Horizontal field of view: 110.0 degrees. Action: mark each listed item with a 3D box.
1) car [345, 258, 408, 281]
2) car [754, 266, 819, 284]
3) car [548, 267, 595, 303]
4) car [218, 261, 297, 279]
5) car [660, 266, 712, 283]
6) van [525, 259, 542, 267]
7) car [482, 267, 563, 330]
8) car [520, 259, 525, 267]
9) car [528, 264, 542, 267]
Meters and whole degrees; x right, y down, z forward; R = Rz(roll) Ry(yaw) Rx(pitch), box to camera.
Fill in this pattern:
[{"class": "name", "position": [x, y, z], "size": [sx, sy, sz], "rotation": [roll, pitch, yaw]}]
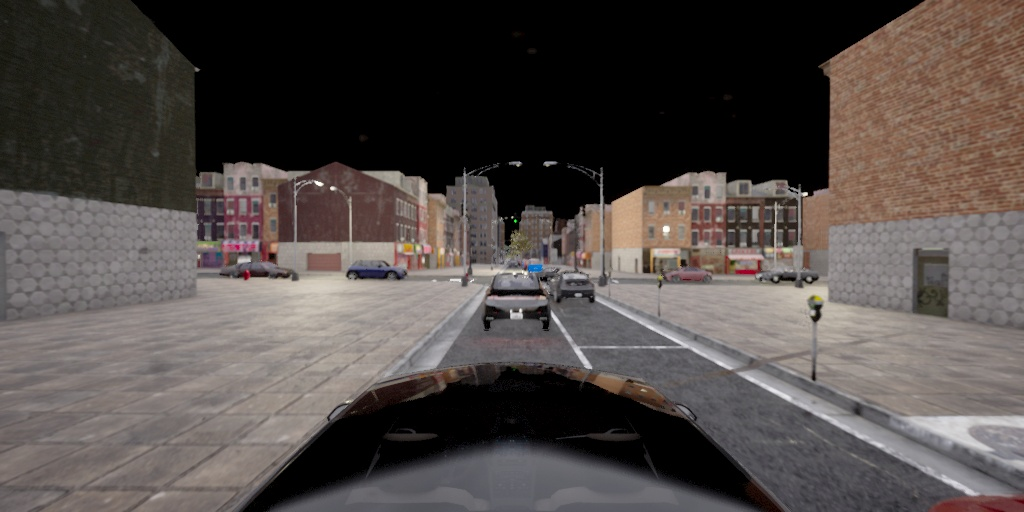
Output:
[{"class": "car", "position": [-10.689, 1.077, 28.652], "size": [4.553, 1.767, 2.097], "rotation": [1, 1, 0]}, {"class": "car", "position": [24.037, 1.639, 31.447], "size": [4.902, 1.511, 2.128], "rotation": [1, 1, 0]}, {"class": "car", "position": [2.674, 1.337, 16.565], "size": [2.007, 1.370, 4.403], "rotation": [0, 0, 0]}, {"class": "car", "position": [-20.241, 1.145, 28.685], "size": [5.357, 1.411, 2.033], "rotation": [1, 1, 0]}, {"class": "car", "position": [15.200, 1.595, 31.491], "size": [4.181, 1.385, 1.994], "rotation": [1, 1, 0]}, {"class": "van", "position": [2.746, 1.269, 43.519], "size": [1.690, 1.789, 3.998], "rotation": [0, 0, 0]}, {"class": "car", "position": [0.123, 1.262, 11.244], "size": [2.128, 1.511, 4.902], "rotation": [0, 0, 0]}, {"class": "car", "position": [2.774, 1.323, 54.100], "size": [2.192, 1.841, 5.009], "rotation": [0, 0, 0]}, {"class": "car", "position": [3.782, 1.503, 27.337], "size": [4.718, 1.301, 1.895], "rotation": [1, -1, -35]}]
